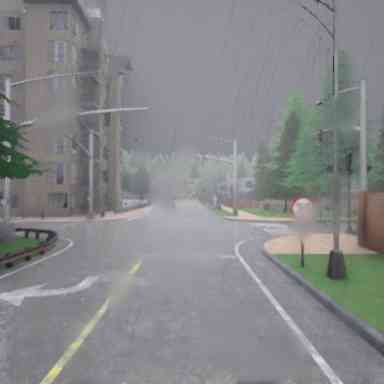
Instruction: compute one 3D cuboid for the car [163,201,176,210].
[{"bbox_3d":[-3.531,2.176,53.451,2.033,1.411,5.357,0,-1,0],"label":"car"}]
